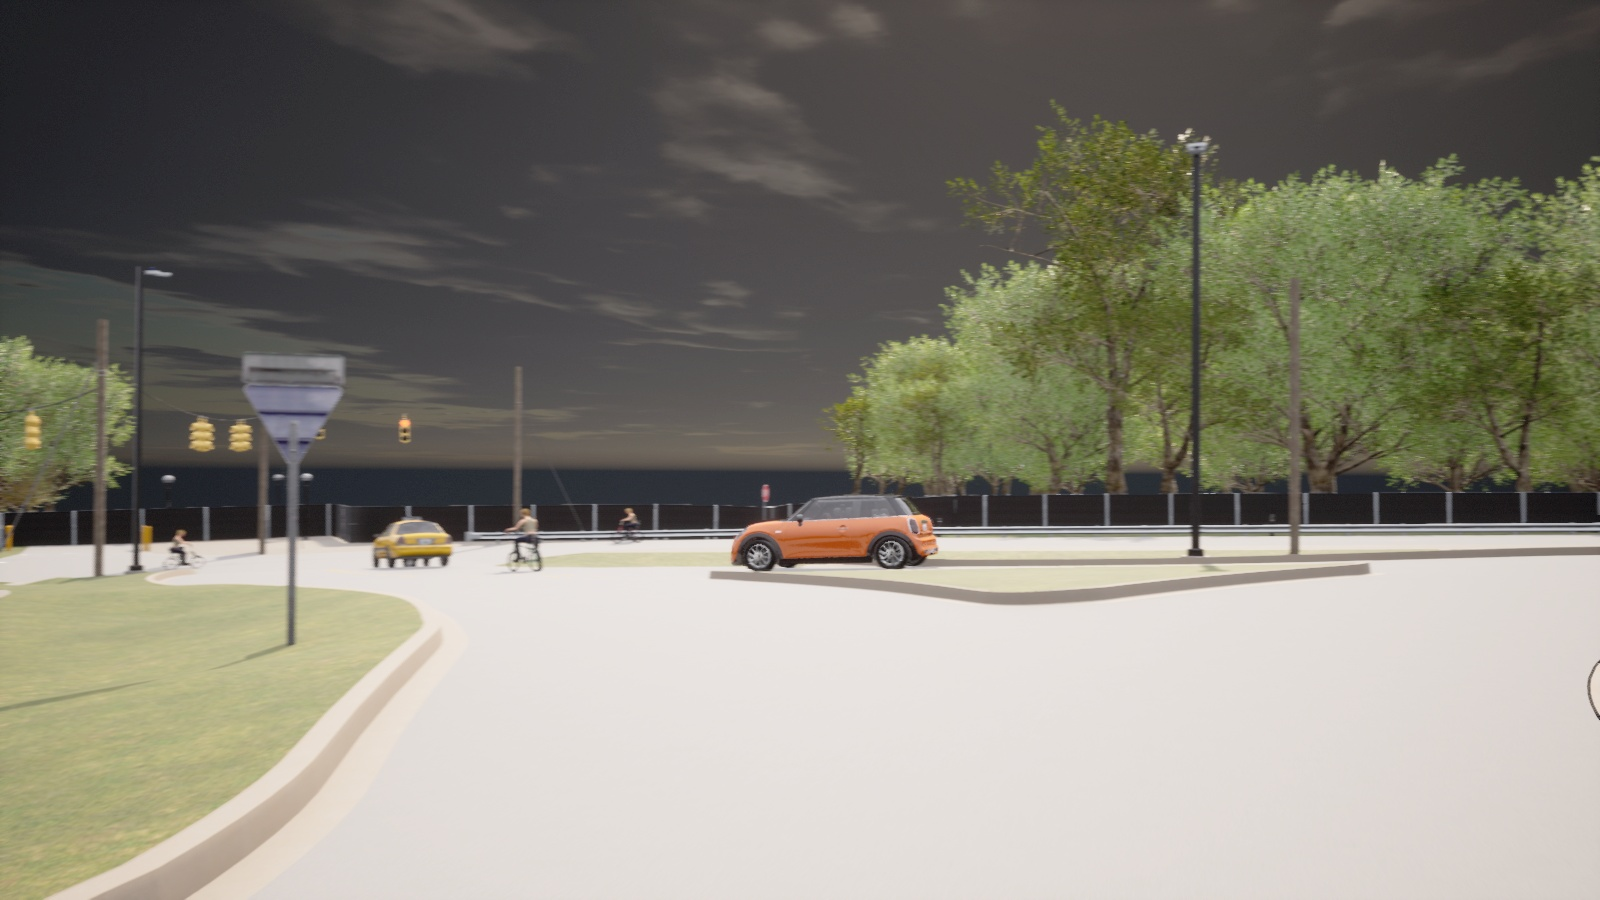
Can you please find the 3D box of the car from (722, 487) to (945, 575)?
[{"bbox_3d":[0.774,1.815,28.287,4.553,1.767,2.097,-3,-3,19],"label":"car"}]

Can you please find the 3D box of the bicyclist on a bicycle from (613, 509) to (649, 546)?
[{"bbox_3d":[-7.772,3.545,57.854,1.509,1.612,0.866,-2,-1,-2],"label":"bicyclist on a bicycle"}]

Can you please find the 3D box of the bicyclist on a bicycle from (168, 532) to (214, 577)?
[{"bbox_3d":[-24.316,4.171,50.129,1.509,1.612,0.866,-3,0,-31],"label":"bicyclist on a bicycle"}]

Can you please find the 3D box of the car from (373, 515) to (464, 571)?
[{"bbox_3d":[-11.990,2.943,39.183,1.801,1.575,5.366,0,-5,-27],"label":"car"}]

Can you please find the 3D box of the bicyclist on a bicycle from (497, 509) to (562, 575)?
[{"bbox_3d":[-6.938,2.360,32.157,1.509,1.612,0.866,-6,-5,42],"label":"bicyclist on a bicycle"}]
